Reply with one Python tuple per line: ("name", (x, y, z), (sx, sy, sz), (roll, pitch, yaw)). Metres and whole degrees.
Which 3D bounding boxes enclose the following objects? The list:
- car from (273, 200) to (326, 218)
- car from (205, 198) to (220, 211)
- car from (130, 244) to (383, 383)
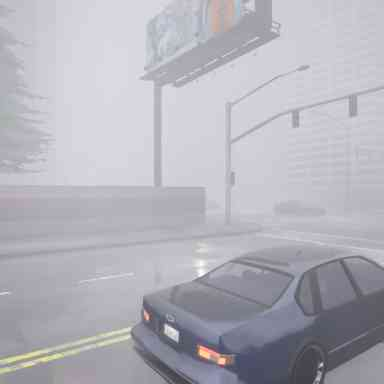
("car", (9.754, 1.478, 30.443), (1.882, 1.535, 5.008), (0, 0, -38))
("car", (1.480, 1.478, 41.936), (1.882, 1.535, 5.008), (0, 0, -35))
("car", (1.796, 1.547, 5.044), (5.357, 1.411, 2.033), (0, 0, -37))
